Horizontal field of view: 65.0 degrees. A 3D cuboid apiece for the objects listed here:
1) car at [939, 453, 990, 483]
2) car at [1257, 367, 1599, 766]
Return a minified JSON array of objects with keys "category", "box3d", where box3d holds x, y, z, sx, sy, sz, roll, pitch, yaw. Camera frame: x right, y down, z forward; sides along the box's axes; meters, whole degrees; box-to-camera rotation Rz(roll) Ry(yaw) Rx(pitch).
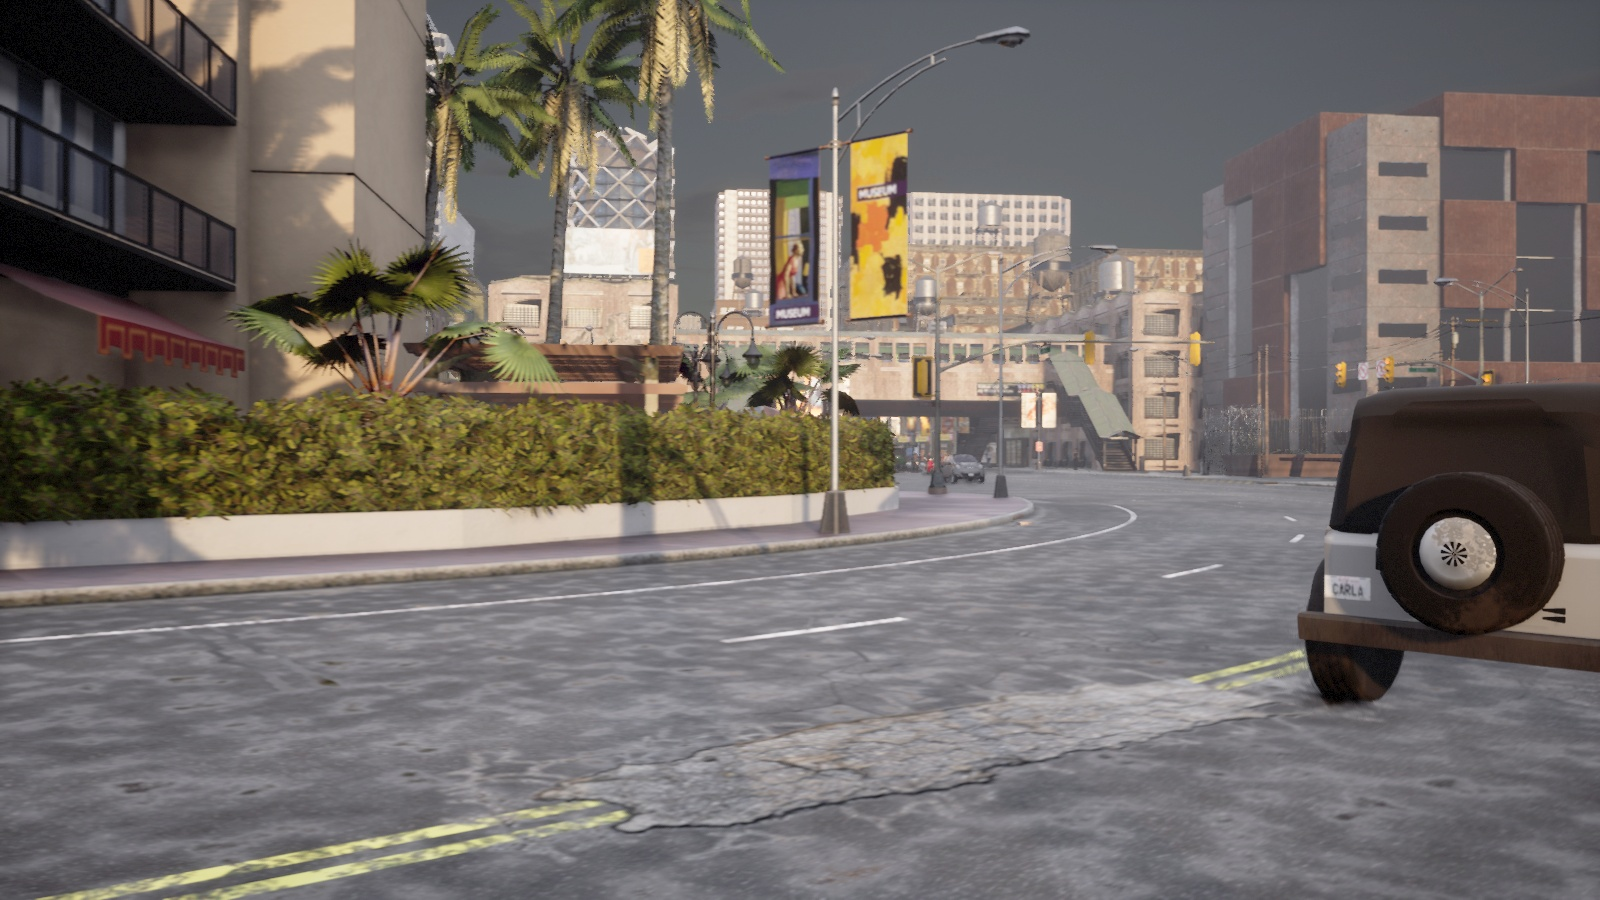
[{"category":"car","box3d":[8.464,0.932,64.989,1.845,1.501,3.633,0,0,-6]},{"category":"car","box3d":[4.666,0.553,7.773,3.866,1.878,1.905,0,0,-43]}]
